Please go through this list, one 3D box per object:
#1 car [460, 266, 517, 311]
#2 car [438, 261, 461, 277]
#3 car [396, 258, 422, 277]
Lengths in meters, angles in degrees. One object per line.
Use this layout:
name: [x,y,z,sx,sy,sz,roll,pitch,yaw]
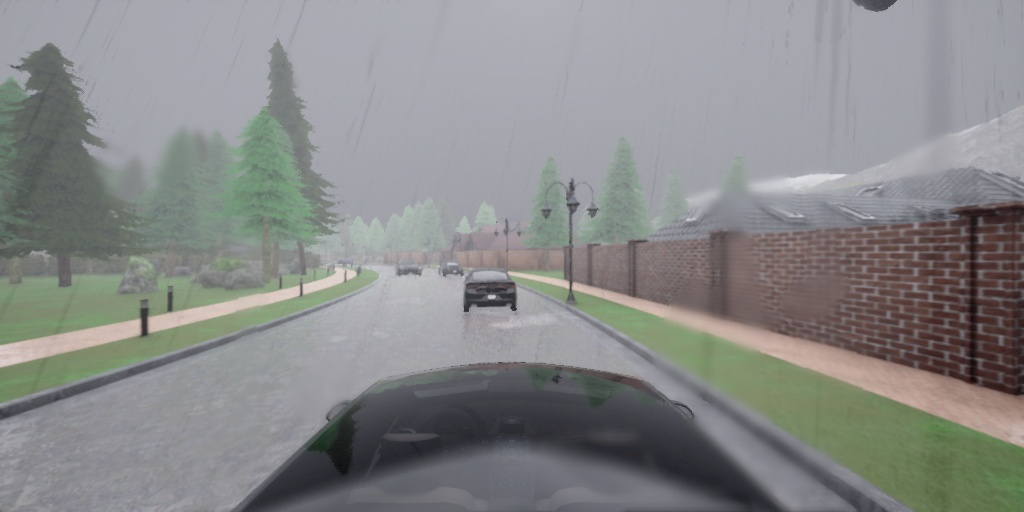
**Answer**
car: [-0.974,1.189,14.278,1.882,1.535,5.008,0,0,-7]
car: [-5.845,1.188,34.094,1.812,1.442,4.674,0,0,-19]
car: [-9.878,1.026,34.297,2.097,1.767,4.553,0,0,-21]
